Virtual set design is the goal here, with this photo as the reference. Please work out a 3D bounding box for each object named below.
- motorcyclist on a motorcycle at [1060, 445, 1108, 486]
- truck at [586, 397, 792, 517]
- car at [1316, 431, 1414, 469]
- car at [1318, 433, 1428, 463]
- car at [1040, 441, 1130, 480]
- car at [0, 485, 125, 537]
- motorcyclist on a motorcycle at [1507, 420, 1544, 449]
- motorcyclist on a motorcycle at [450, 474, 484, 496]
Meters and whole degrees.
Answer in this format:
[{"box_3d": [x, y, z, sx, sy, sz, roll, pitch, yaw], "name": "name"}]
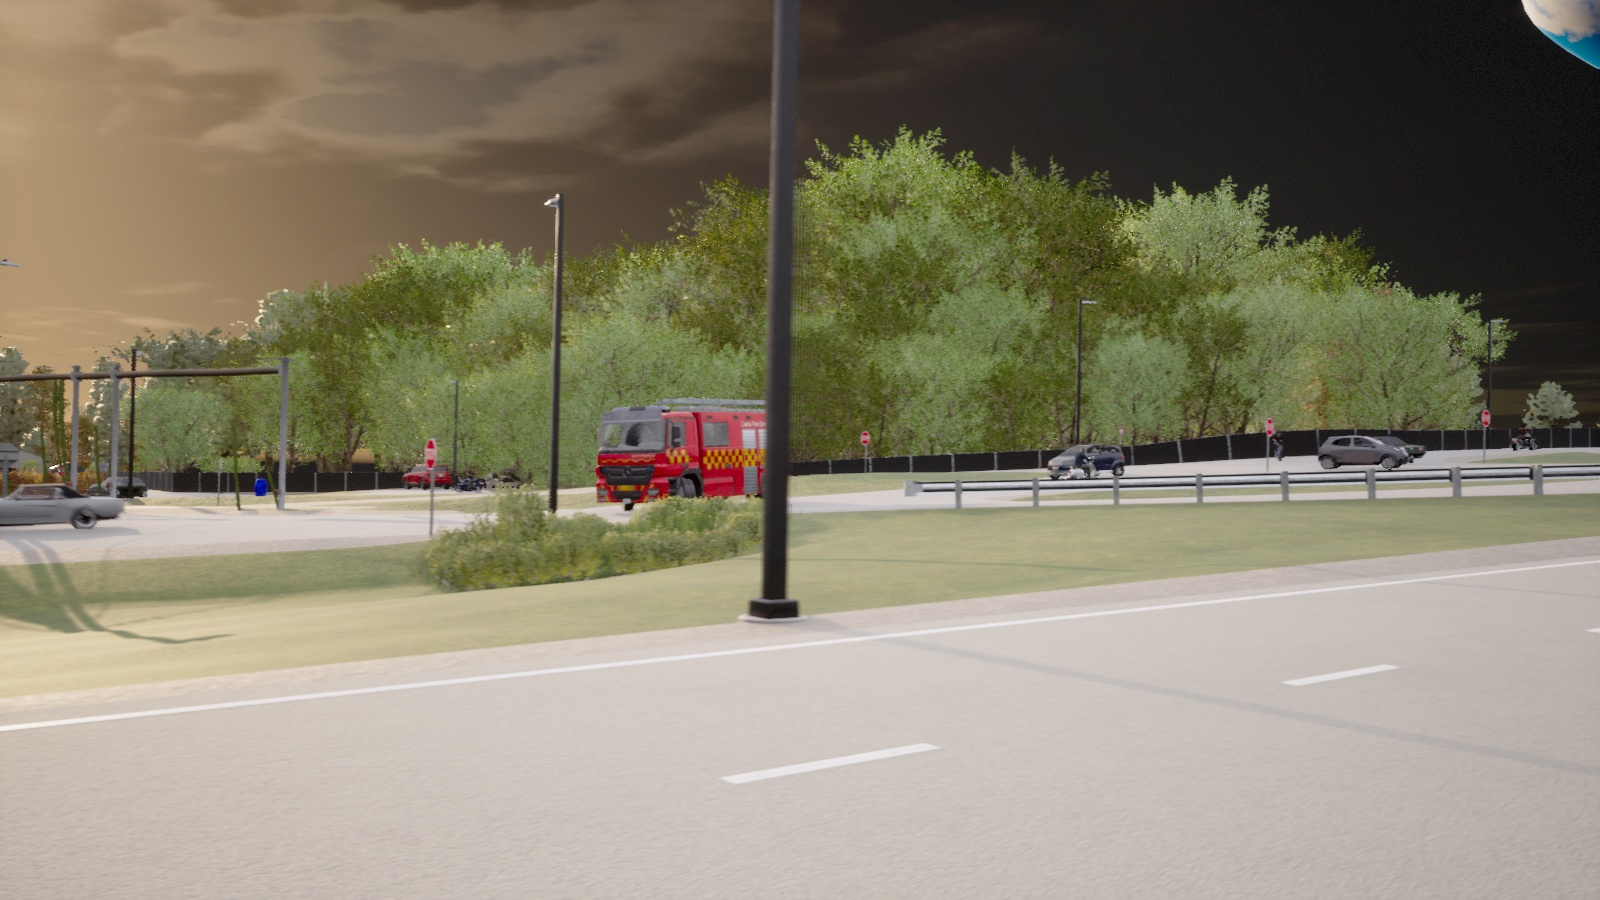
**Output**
[{"box_3d": [11.849, 0.631, 52.394, 1.817, 1.590, 0.866, -3, 2, -34], "name": "motorcyclist on a motorcycle"}, {"box_3d": [-3.664, 0.155, 44.341, 2.891, 3.827, 8.468, -2, 0, 29], "name": "truck"}, {"box_3d": [25.026, 0.012, 55.636, 3.633, 1.501, 1.845, -2, 1, 35], "name": "car"}, {"box_3d": [27.372, -0.099, 60.157, 1.895, 1.301, 4.718, -3, 1, -23], "name": "car"}, {"box_3d": [13.024, 0.473, 57.341, 3.705, 1.549, 1.789, -4, 2, -31], "name": "car"}, {"box_3d": [-21.770, 1.713, 35.321, 4.718, 1.301, 1.895, -1, 0, -34], "name": "car"}, {"box_3d": [42.863, -0.916, 74.163, 2.350, 1.649, 0.766, -1, 1, -29], "name": "motorcyclist on a motorcycle"}, {"box_3d": [-24.073, 2.515, 90.839, 2.191, 1.530, 0.866, 1, -2, 15], "name": "motorcyclist on a motorcycle"}]
